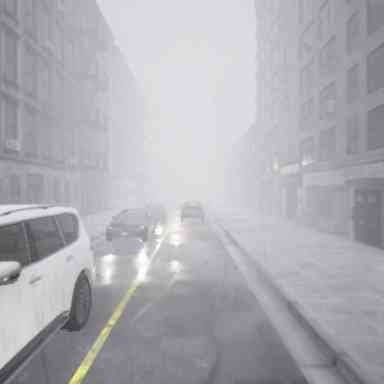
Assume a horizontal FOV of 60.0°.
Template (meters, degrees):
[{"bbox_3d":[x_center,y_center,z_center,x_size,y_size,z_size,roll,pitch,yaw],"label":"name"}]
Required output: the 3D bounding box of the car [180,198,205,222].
[{"bbox_3d":[0.039,1.487,26.647,2.128,1.511,4.902,0,0,0],"label":"car"}]

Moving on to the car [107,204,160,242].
[{"bbox_3d":[-2.849,1.519,16.428,1.812,1.442,4.674,0,0,0],"label":"car"}]

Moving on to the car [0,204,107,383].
[{"bbox_3d":[-2.851,1.221,3.957,2.150,2.045,5.566,0,0,0],"label":"car"}]

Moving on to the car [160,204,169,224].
[{"bbox_3d":[-2.774,1.559,24.265,1.994,1.385,4.181,0,0,0],"label":"car"}]
